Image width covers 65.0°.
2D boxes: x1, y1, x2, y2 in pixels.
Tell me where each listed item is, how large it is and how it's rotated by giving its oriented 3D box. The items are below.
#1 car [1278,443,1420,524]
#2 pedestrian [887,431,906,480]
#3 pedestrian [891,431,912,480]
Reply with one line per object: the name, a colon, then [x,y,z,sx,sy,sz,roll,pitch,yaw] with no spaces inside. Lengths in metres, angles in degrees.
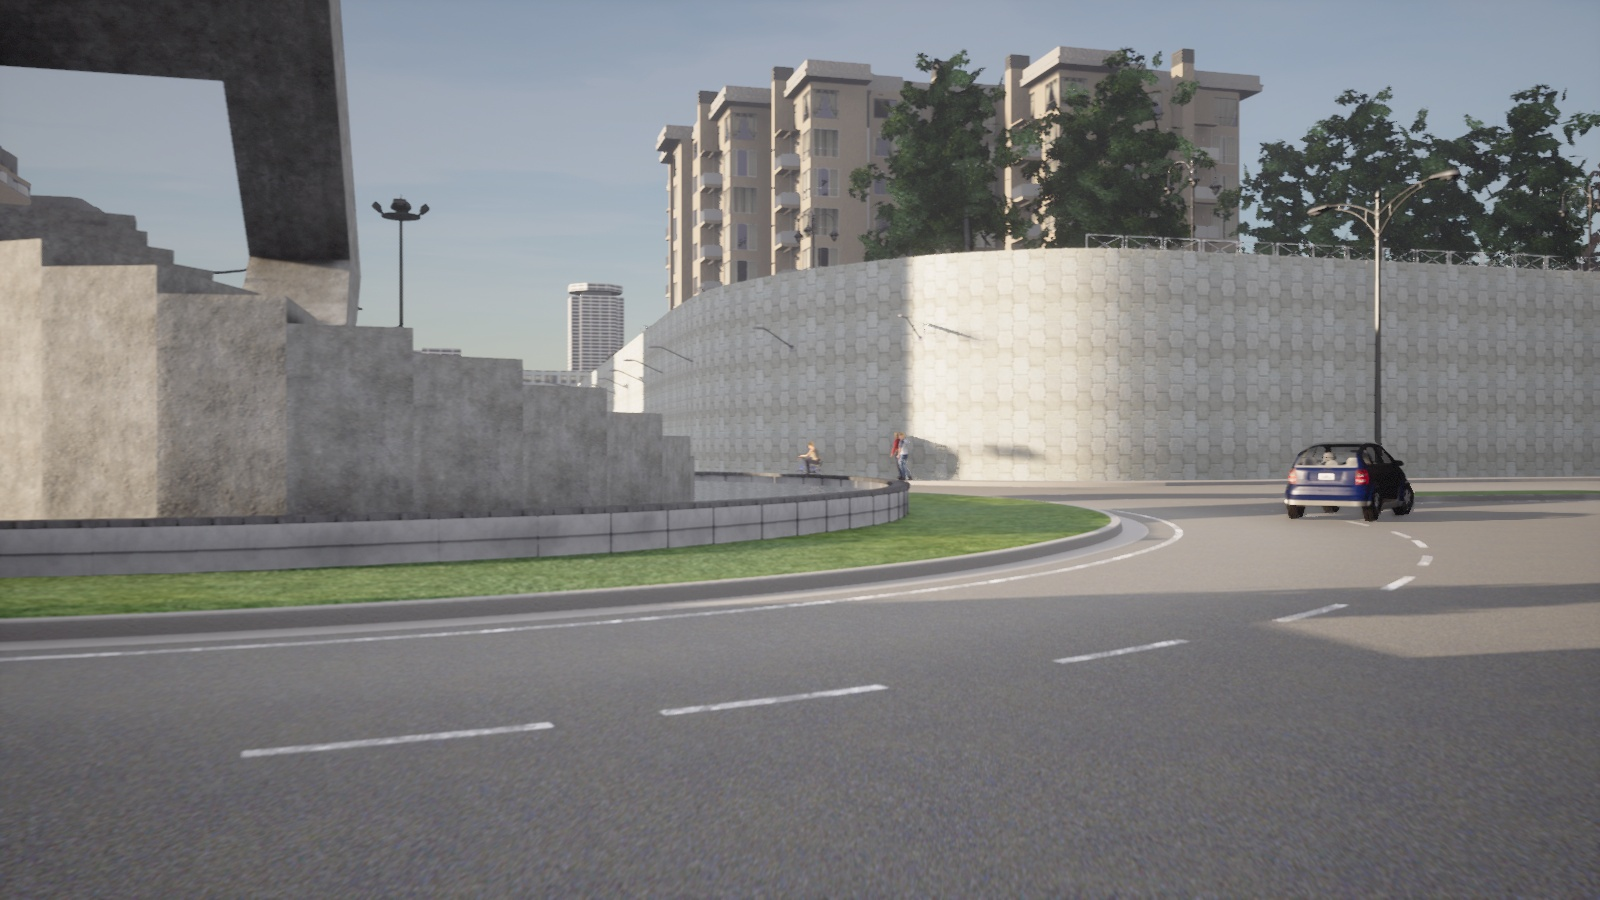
car: [11.395,0.633,25.949,1.789,1.549,3.705,0,0,38]
pedestrian: [3.689,0.210,47.877,0.636,1.846,0.331,0,0,36]
pedestrian: [3.832,0.213,47.239,0.706,1.836,0.354,0,0,34]
